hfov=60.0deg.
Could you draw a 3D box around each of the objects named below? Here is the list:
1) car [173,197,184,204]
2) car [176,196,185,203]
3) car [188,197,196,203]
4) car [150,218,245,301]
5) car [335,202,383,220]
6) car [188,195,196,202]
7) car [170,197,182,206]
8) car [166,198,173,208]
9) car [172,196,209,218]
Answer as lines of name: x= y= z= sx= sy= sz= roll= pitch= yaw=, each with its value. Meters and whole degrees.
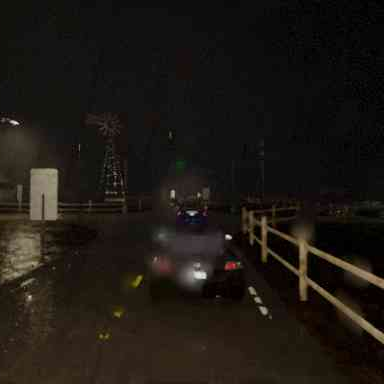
car: x=-2.762 y=1.850 z=69.492 sx=1.994 sy=1.385 sz=4.181 roll=0 pitch=0 yaw=0
car: x=-2.761 y=1.850 z=79.621 sx=1.882 sy=1.535 sz=5.008 roll=0 pitch=0 yaw=0
car: x=-0.011 y=1.904 z=79.950 sx=1.812 sy=1.442 sz=4.674 roll=0 pitch=0 yaw=0
car: x=0.099 y=1.578 z=8.382 sx=1.994 sy=1.385 sz=4.181 roll=0 pitch=0 yaw=0
car: x=16.288 y=1.714 z=31.969 sx=4.553 sy=1.767 sz=2.097 roll=1 pitch=-2 yaw=0
car: x=-0.010 y=1.829 z=90.665 sx=2.097 sy=1.767 sz=4.553 roll=0 pitch=-1 yaw=0
car: x=-2.803 y=1.705 z=59.540 sx=1.882 sy=1.535 sz=5.008 roll=0 pitch=0 yaw=1
car: x=-2.853 y=1.658 z=49.737 sx=2.128 sy=1.511 sz=4.902 roll=0 pitch=0 yaw=0
car: x=-0.008 y=1.393 z=22.462 sx=2.097 sy=1.767 sz=4.553 roll=0 pitch=0 yaw=0
